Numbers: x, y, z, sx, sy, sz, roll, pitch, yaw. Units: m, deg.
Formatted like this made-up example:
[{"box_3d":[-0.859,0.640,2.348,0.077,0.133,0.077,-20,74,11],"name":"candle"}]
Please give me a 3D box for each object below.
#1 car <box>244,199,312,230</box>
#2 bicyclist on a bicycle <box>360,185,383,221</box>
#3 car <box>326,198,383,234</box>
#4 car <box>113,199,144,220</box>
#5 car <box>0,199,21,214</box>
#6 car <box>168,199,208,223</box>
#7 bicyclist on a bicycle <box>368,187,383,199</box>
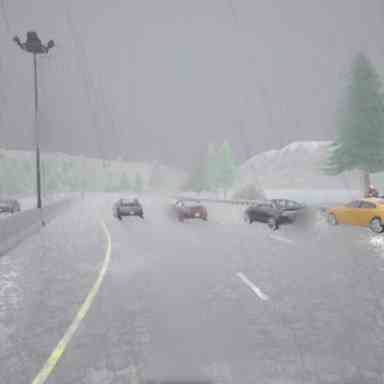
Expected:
[{"box_3d":[4.478,1.131,18.156,2.128,1.511,4.902,-1,1,-15],"name":"car"},{"box_3d":[12.327,0.743,21.872,1.656,1.620,0.582,42,4,-4],"name":"bicyclist on a bicycle"},{"box_3d":[8.668,1.044,16.252,1.882,1.535,5.008,-1,1,-14],"name":"car"},{"box_3d":[-4.939,1.250,25.531,2.128,1.511,4.902,-2,1,-18],"name":"car"},{"box_3d":[-18.710,1.475,33.732,1.837,1.490,4.892,-2,0,-17],"name":"car"},{"box_3d":[-0.349,1.217,22.574,1.812,1.442,4.674,-1,1,-17],"name":"car"},{"box_3d":[11.431,0.373,20.685,0.582,1.620,1.656,-30,2,35],"name":"bicyclist on a bicycle"}]
